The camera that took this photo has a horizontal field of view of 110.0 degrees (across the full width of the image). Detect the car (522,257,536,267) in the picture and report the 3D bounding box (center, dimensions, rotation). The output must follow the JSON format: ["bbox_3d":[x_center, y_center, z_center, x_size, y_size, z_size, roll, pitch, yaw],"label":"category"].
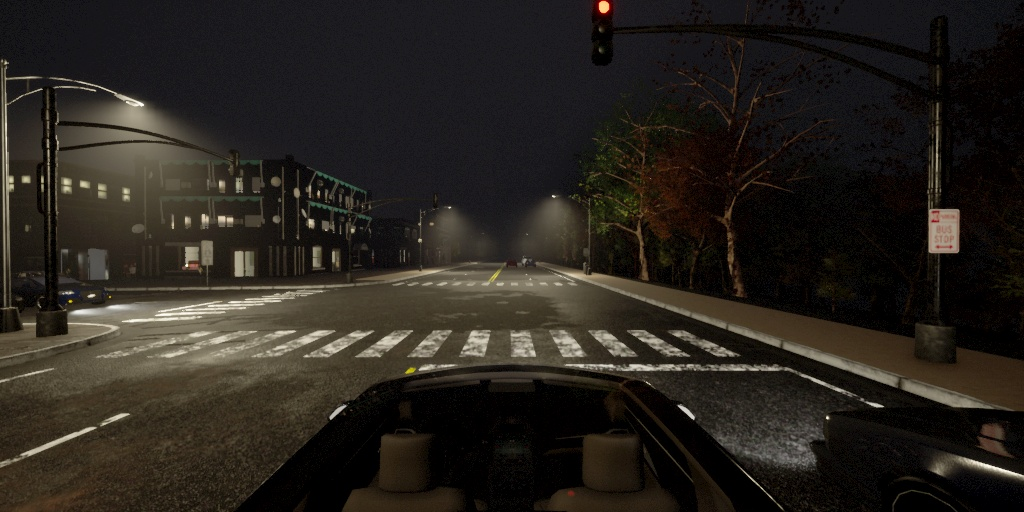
[{"bbox_3d":[3.229,1.274,63.193,2.033,1.411,5.357,0,0,0],"label":"car"}]

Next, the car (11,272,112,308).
[{"bbox_3d":[-19.861,1.534,15.232,4.181,1.385,1.994,-1,1,0],"label":"car"}]

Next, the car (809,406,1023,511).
[{"bbox_3d":[3.353,1.298,0.412,2.033,1.411,5.357,0,0,0],"label":"car"}]

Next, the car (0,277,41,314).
[{"bbox_3d":[-19.969,1.565,12.526,4.313,1.339,1.948,0,0,0],"label":"car"}]

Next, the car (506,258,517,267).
[{"bbox_3d":[-0.024,1.204,63.162,1.882,1.535,5.008,0,0,0],"label":"car"}]
